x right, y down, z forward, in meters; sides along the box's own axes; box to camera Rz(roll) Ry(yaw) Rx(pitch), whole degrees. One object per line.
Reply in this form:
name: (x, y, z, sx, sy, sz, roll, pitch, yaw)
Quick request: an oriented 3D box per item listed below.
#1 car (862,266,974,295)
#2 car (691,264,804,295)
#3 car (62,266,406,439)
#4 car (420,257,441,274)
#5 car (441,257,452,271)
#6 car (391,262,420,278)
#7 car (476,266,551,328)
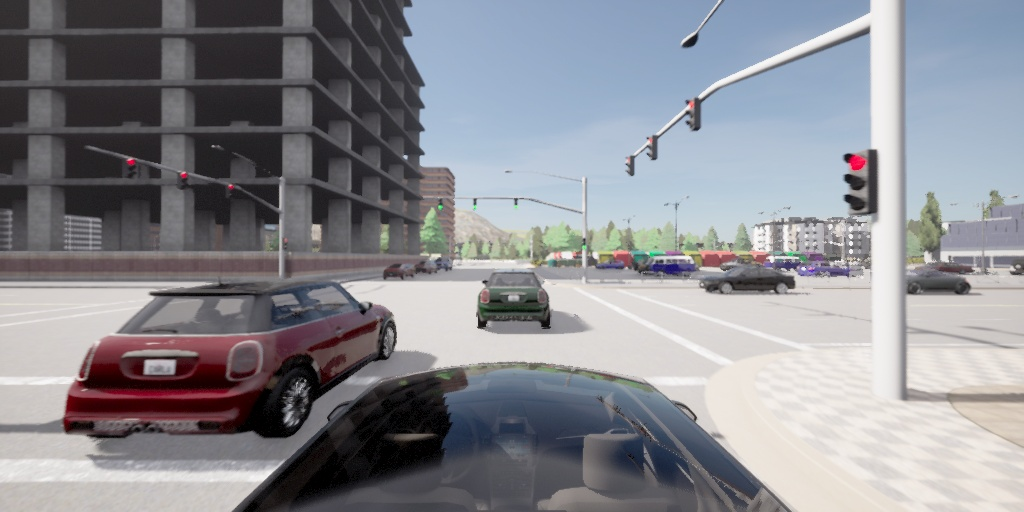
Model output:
car: (23.430, 1.474, 20.667, 4.181, 1.385, 1.994, 0, 0, 1)
car: (13.516, 1.386, 20.783, 5.008, 1.535, 1.882, 0, 0, 1)
car: (-3.443, 1.138, 5.633, 2.097, 1.767, 4.553, 0, -1, 0)
car: (-10.570, 1.316, 43.918, 2.097, 1.767, 4.553, 0, 0, 0)
car: (-10.453, 1.239, 54.290, 2.150, 2.045, 5.566, 0, 0, 1)
car: (-10.648, 1.391, 34.160, 1.882, 1.535, 5.008, 0, 0, 1)
car: (0.039, 1.182, 11.915, 2.097, 1.767, 4.553, 0, 0, 0)
